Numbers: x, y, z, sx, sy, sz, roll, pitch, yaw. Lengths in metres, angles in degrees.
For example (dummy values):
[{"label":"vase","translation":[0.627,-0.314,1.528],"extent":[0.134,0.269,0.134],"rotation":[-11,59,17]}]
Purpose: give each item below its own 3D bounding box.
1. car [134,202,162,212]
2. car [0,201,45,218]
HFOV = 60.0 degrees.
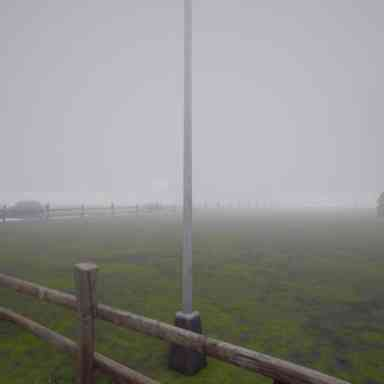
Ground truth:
[{"label":"car","translation":[-6.394,2.145,48.631],"extent":[2.128,1.511,4.902],"rotation":[-1,-1,35]},{"label":"car","translation":[-17.291,1.667,33.274],"extent":[2.097,1.767,4.553],"rotation":[-1,-1,35]}]
